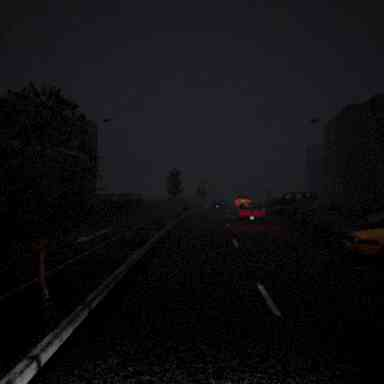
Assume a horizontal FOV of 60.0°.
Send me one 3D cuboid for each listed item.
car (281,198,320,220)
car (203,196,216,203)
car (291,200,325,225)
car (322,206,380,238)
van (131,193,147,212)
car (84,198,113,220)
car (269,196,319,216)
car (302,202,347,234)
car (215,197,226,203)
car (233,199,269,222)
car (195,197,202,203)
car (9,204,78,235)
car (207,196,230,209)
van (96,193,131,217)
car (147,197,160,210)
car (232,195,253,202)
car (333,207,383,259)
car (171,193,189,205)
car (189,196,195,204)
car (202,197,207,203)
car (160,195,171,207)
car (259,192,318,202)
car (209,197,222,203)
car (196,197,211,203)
[{"bbox_3d":[8.674,1.360,21.808,4.892,1.521,2.231,0,0,5],"label":"car"},{"bbox_3d":[4.469,1.873,83.876,2.185,1.767,4.553,0,-1,19],"label":"car"},{"bbox_3d":[8.501,1.411,19.081,4.792,1.488,2.163,0,0,4],"label":"car"},{"bbox_3d":[8.141,1.461,13.634,4.674,1.452,2.002,0,0,3],"label":"car"},{"bbox_3d":[-6.558,1.084,35.004,1.878,1.987,4.442,0,0,8],"label":"van"},{"bbox_3d":[-7.769,1.404,24.073,2.163,1.488,4.792,0,0,6],"label":"car"},{"bbox_3d":[9.166,1.338,27.375,4.792,1.488,2.163,0,0,6],"label":"car"},{"bbox_3d":[8.262,1.432,16.363,4.792,1.488,2.163,0,0,4],"label":"car"},{"bbox_3d":[8.144,2.286,94.314,2.002,1.452,4.674,0,-1,21],"label":"car"},{"bbox_3d":[4.293,1.462,24.884,1.895,1.301,4.718,0,0,5],"label":"car"},{"bbox_3d":[-0.210,1.623,67.881,2.231,1.521,4.892,0,-1,15],"label":"car"},{"bbox_3d":[-8.202,1.411,18.598,2.097,1.535,5.008,0,0,4],"label":"car"},{"bbox_3d":[3.328,1.411,41.454,1.895,1.301,4.718,0,0,9],"label":"car"},{"bbox_3d":[-7.217,1.109,29.504,1.878,1.987,4.442,0,0,7],"label":"van"},{"bbox_3d":[-5.740,1.346,40.616,2.002,1.452,4.674,0,0,9],"label":"car"},{"bbox_3d":[6.353,1.154,41.259,2.097,1.767,4.553,0,0,9],"label":"car"},{"bbox_3d":[7.828,1.434,10.916,5.366,1.575,1.946,0,0,3],"label":"car"},{"bbox_3d":[-2.795,1.177,56.942,2.435,2.045,5.566,0,-1,13],"label":"car"},{"bbox_3d":[-1.555,1.389,62.411,2.185,1.767,4.553,0,-1,14],"label":"car"},{"bbox_3d":[1.202,1.784,73.113,2.002,1.452,4.674,0,-1,16],"label":"car"},{"bbox_3d":[-4.859,1.365,46.088,2.002,1.452,4.674,0,0,10],"label":"car"},{"bbox_3d":[9.792,1.024,32.804,5.566,2.045,2.435,0,0,8],"label":"car"},{"bbox_3d":[6.247,2.122,89.102,2.097,1.535,5.008,0,-1,20],"label":"car"},{"bbox_3d":[2.754,1.899,78.409,2.163,1.488,4.792,0,-1,17],"label":"car"}]
